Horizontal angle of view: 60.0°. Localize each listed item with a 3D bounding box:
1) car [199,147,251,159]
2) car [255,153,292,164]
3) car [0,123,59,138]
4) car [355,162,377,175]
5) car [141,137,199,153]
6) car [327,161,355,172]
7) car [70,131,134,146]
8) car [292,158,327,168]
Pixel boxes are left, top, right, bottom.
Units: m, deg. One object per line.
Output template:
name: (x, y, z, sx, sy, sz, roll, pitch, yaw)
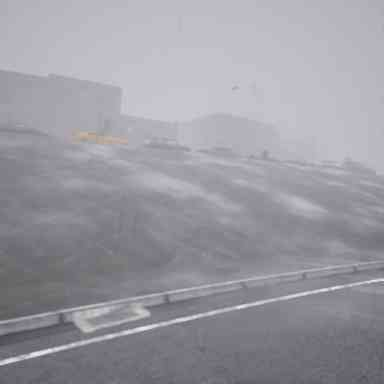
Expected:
car: (2.862, -3.420, 31.552, 4.792, 1.488, 2.163, 3, -1, -29)
car: (7.636, -3.184, 34.313, 4.674, 1.452, 2.002, 3, -1, -30)
car: (-12.005, -4.098, 23.762, 4.674, 1.452, 2.002, 3, -1, -25)
car: (21.689, -2.730, 43.264, 5.566, 2.045, 2.435, 3, -1, -34)
car: (-2.141, -3.810, 28.784, 4.553, 1.767, 2.185, 3, -1, -28)
car: (17.017, -2.875, 40.159, 4.553, 1.767, 2.185, 3, -1, -33)
car: (-7.037, -3.911, 26.225, 5.008, 1.535, 2.097, 3, -1, -26)
car: (12.267, -2.999, 37.126, 4.892, 1.521, 2.231, 3, -1, -31)
